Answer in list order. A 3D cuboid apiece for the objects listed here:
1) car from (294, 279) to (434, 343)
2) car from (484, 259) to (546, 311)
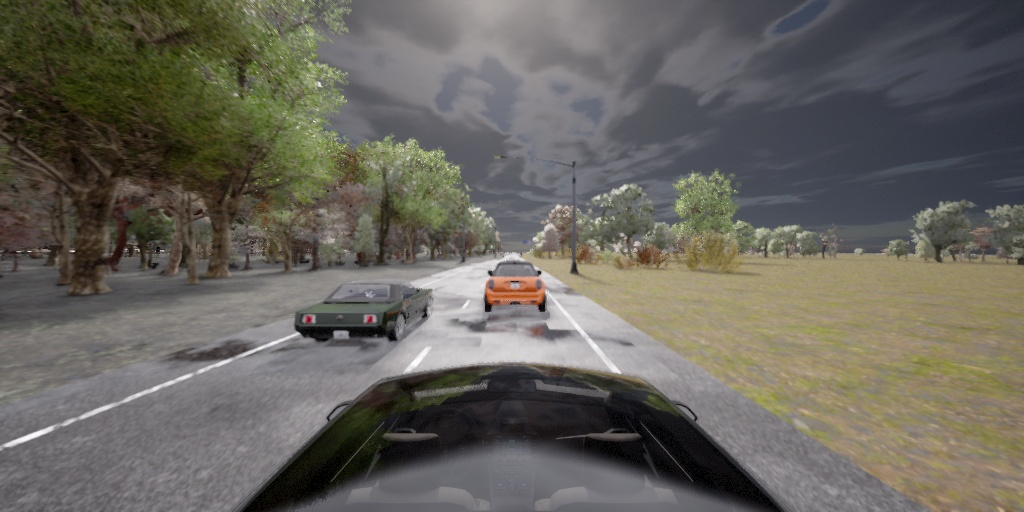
[{"bbox_3d":[-3.399,1.256,9.368,1.895,1.301,4.718,0,1,0],"label":"car"},{"bbox_3d":[0.102,0.951,13.751,2.097,1.767,4.553,0,1,0],"label":"car"}]
